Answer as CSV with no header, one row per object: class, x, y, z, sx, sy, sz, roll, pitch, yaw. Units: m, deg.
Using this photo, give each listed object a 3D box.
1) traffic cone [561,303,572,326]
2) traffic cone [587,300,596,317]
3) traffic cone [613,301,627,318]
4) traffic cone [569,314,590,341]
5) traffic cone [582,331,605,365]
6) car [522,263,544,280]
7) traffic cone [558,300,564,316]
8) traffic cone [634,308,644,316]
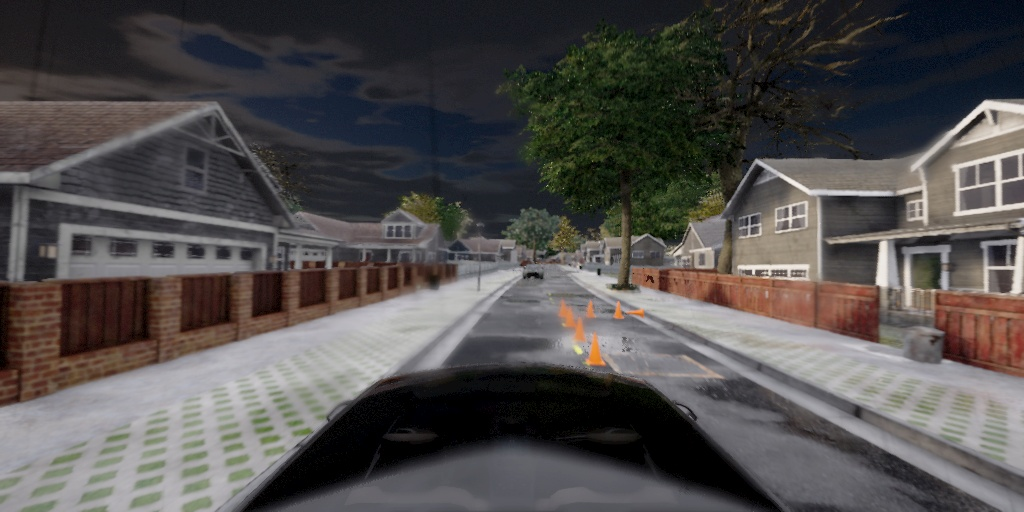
traffic cone,1.791,1.864,11.117,0.340,0.580,0.340,0,0,2
traffic cone,2.863,1.913,13.079,0.340,0.580,0.340,0,0,2
traffic cone,3.862,1.935,13.041,0.340,0.580,0.340,0,0,2
traffic cone,1.718,1.838,9.118,0.340,0.580,0.340,0,0,2
traffic cone,1.645,1.811,7.120,0.340,0.580,0.340,0,0,2
car,2.254,1.552,37.348,2.097,1.767,4.553,1,-1,6
traffic cone,1.865,1.890,13.116,0.340,0.580,0.340,0,0,2
traffic cone,4.728,1.783,13.015,0.340,0.580,0.340,0,0,3
